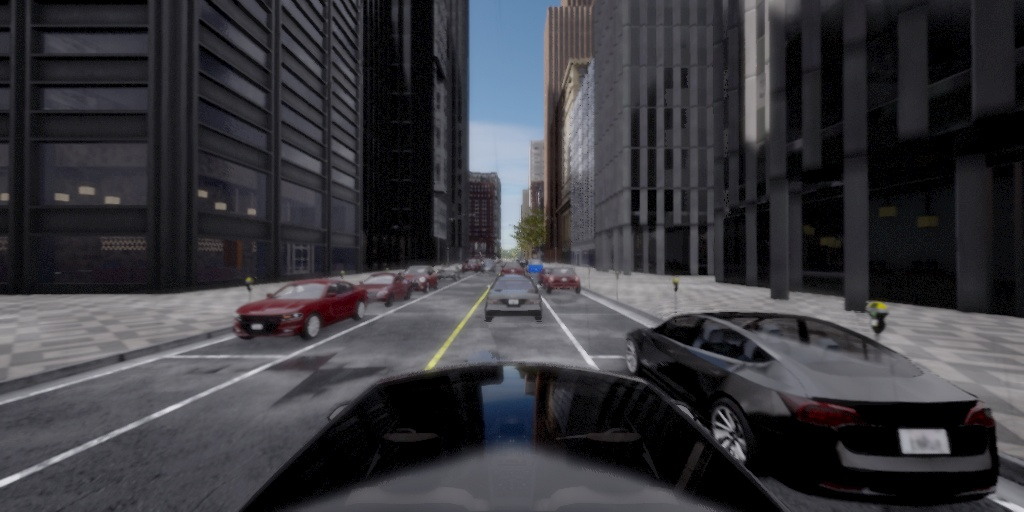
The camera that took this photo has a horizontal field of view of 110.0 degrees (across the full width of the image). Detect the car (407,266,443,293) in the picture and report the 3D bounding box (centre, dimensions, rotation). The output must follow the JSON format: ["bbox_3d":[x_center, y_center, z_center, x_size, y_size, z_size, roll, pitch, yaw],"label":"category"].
[{"bbox_3d":[-5.673,1.316,21.503,1.967,1.591,4.097,0,0,0],"label":"car"}]

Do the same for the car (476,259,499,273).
[{"bbox_3d":[-3.101,1.516,47.225,2.128,1.511,4.902,0,0,0],"label":"car"}]

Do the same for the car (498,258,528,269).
[{"bbox_3d":[0.078,1.299,32.921,2.097,1.767,4.553,0,0,0],"label":"car"}]

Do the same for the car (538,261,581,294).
[{"bbox_3d":[2.853,1.317,21.480,1.967,1.591,4.097,0,0,0],"label":"car"}]

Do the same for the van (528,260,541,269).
[{"bbox_3d":[2.847,1.350,44.041,1.690,1.789,3.998,0,0,0],"label":"van"}]

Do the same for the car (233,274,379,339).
[{"bbox_3d":[-5.670,1.349,10.224,1.888,1.381,4.507,0,0,0],"label":"car"}]

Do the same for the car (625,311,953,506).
[{"bbox_3d":[2.857,1.334,4.561,1.948,1.339,4.313,0,0,0],"label":"car"}]

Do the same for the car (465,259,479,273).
[{"bbox_3d":[-5.680,1.351,49.701,2.192,1.841,5.009,0,0,0],"label":"car"}]

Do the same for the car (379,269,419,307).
[{"bbox_3d":[-5.672,1.422,15.863,1.802,1.307,4.207,0,0,0],"label":"car"}]

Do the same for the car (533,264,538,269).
[{"bbox_3d":[2.851,1.494,27.121,1.802,1.307,4.207,0,0,0],"label":"car"}]

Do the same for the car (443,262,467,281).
[{"bbox_3d":[-5.676,1.497,32.781,2.007,1.370,4.403,0,0,0],"label":"car"}]

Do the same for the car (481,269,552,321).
[{"bbox_3d":[0.061,1.368,12.724,2.033,1.411,5.357,0,0,0],"label":"car"}]
